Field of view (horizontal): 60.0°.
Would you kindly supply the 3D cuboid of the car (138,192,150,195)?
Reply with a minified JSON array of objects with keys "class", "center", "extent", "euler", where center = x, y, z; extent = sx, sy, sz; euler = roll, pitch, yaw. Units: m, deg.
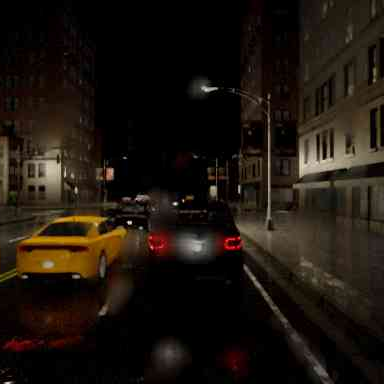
[{"class":"car","center":[-10.156,1.087,68.643],"extent":[2.150,2.045,5.566],"euler":[0,0,0]}]

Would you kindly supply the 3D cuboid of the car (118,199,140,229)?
[{"class":"car","center":[-3.265,1.442,19.851],"extent":[1.882,1.535,5.008],"euler":[0,0,0]}]

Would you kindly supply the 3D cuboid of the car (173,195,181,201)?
[{"class":"car","center":[-3.732,1.360,81.499],"extent":[1.812,1.442,4.674],"euler":[0,0,0]}]

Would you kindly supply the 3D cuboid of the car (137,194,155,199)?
[{"class":"car","center":[-6.894,1.465,51.886],"extent":[1.994,1.385,4.181],"euler":[0,0,0]}]

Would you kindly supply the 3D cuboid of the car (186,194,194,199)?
[{"class":"car","center":[-0.542,1.282,91.551],"extent":[1.895,1.301,4.718],"euler":[0,0,0]}]

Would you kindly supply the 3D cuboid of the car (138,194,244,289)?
[{"class":"car","center":[0.048,1.205,9.277],"extent":[2.150,2.045,5.566],"euler":[0,0,0]}]

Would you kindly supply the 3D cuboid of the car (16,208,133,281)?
[{"class":"car","center":[-3.206,1.460,9.856],"extent":[1.882,1.535,5.008],"euler":[0,0,0]}]

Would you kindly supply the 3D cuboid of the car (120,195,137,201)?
[{"class":"car","center":[-10.145,1.465,51.804],"extent":[1.994,1.385,4.181],"euler":[0,0,0]}]

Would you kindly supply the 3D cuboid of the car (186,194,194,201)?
[{"class":"car","center":[-0.479,1.315,81.102],"extent":[1.882,1.535,5.008],"euler":[0,0,0]}]

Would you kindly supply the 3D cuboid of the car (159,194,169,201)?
[{"class":"car","center":[-6.985,1.338,82.028],"extent":[2.033,1.411,5.357],"euler":[0,0,0]}]

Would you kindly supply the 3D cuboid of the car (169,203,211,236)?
[{"class":"car","center":[-0.110,1.457,19.144],"extent":[2.128,1.511,4.902],"euler":[0,0,0]}]

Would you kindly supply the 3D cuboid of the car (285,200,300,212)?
[{"class":"car","center":[12.692,1.534,37.816],"extent":[4.181,1.385,1.994],"euler":[0,0,0]}]

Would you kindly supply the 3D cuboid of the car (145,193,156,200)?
[{"class":"car","center":[-10.237,1.148,82.389],"extent":[2.097,1.767,4.553],"euler":[0,0,0]}]

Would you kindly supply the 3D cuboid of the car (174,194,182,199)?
[{"class":"car","center":[-3.792,1.187,91.502],"extent":[1.837,1.490,4.892],"euler":[0,0,0]}]
